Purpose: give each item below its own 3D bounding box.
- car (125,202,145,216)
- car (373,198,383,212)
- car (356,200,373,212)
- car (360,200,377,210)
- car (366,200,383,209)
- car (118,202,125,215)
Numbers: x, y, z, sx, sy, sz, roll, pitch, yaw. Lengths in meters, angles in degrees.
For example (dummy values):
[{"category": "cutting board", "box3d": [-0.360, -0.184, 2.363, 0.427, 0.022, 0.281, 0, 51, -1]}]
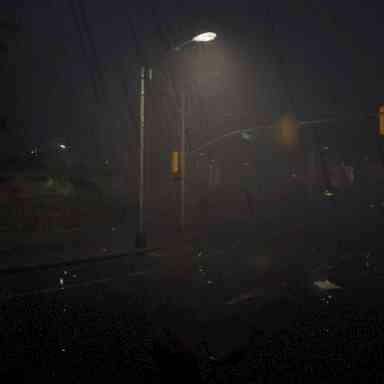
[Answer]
[{"category": "car", "box3d": [-7.756, 1.956, 38.852, 5.008, 1.535, 1.882, 0, -1, 34]}, {"category": "car", "box3d": [29.180, 1.980, 50.183, 2.150, 2.045, 5.566, 0, -1, 35]}, {"category": "car", "box3d": [27.105, 2.256, 52.202, 2.097, 1.535, 5.008, 0, -1, 34]}, {"category": "car", "box3d": [30.628, 2.213, 57.578, 2.185, 1.767, 4.553, 0, -1, 34]}, {"category": "car", "box3d": [36.756, 2.476, 66.438, 2.231, 1.521, 4.892, -1, -1, 44]}, {"category": "car", "box3d": [-9.874, 1.960, 36.081, 4.674, 1.442, 1.812, 0, -1, 34]}]
